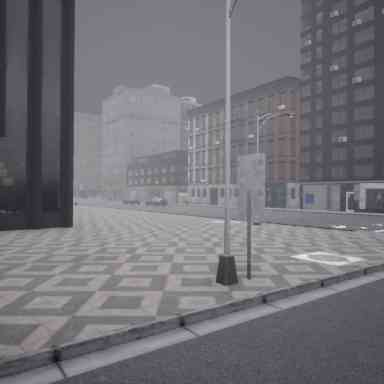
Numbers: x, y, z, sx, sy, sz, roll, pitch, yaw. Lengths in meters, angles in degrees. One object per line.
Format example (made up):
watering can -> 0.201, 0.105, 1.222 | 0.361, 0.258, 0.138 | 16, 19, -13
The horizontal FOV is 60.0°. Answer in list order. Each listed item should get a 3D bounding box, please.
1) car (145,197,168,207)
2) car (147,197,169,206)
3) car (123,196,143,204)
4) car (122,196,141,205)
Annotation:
car -> -5.939, 1.624, 54.267 | 1.812, 1.442, 4.674 | 1, 0, -36
car -> -6.254, 1.638, 60.396 | 1.837, 1.490, 4.892 | 1, 0, -36
car -> -12.319, 1.639, 68.853 | 2.128, 1.511, 4.902 | 1, 0, -36
car -> -11.389, 1.713, 61.806 | 1.895, 1.301, 4.718 | 1, 0, -36
